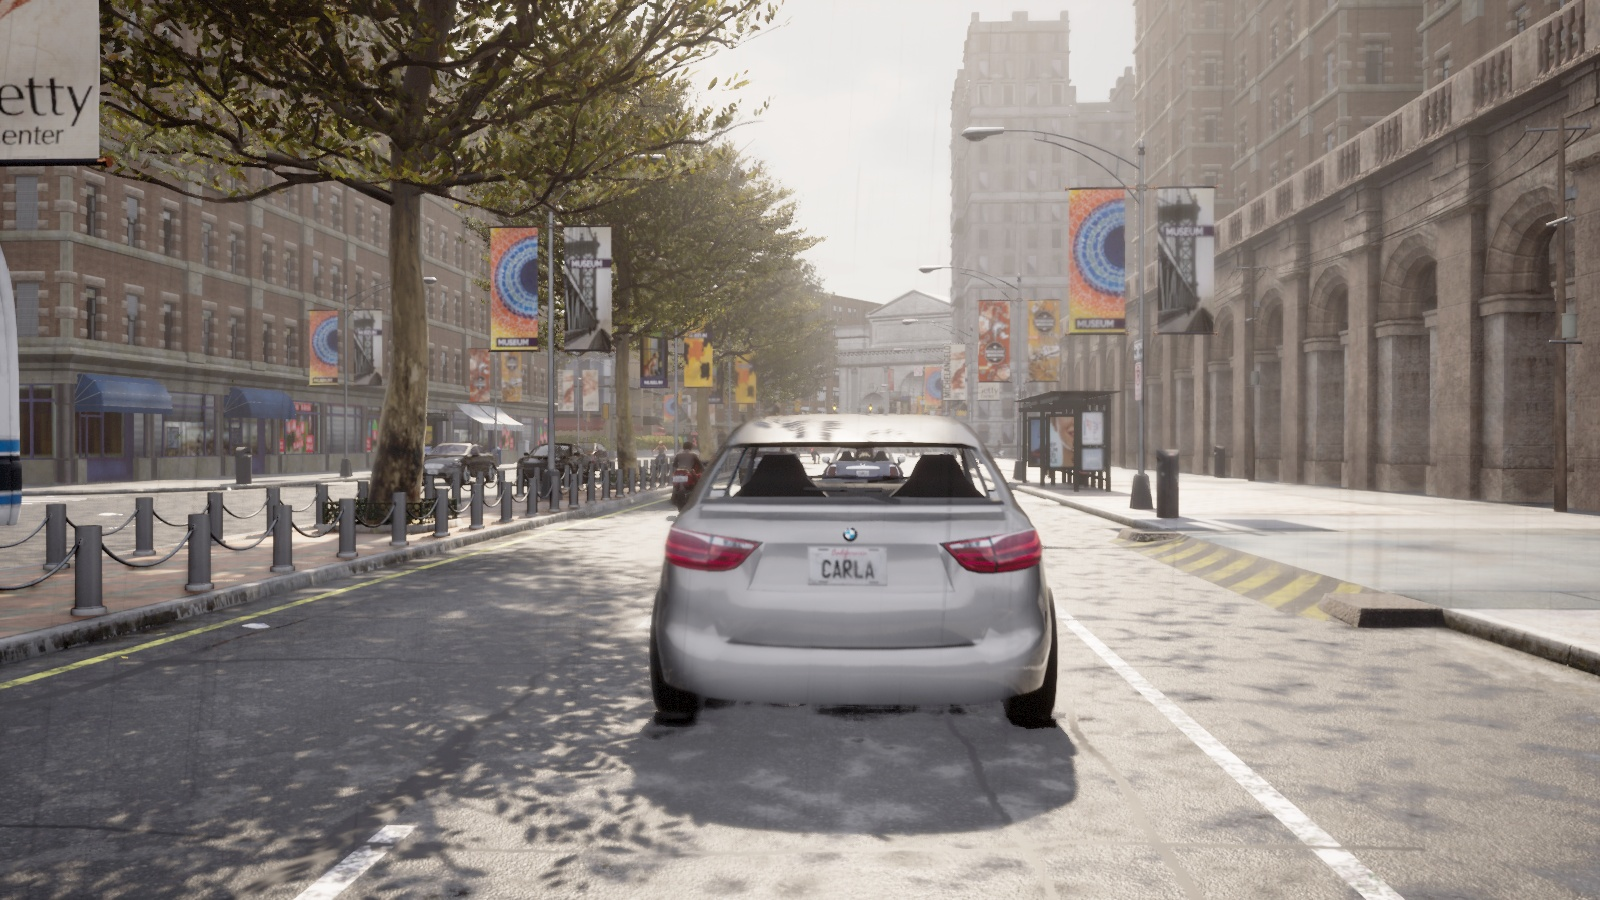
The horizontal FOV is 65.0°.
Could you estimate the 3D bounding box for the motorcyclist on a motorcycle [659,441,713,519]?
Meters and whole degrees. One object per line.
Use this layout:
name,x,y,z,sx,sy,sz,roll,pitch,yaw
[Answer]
motorcyclist on a motorcycle,-2.307,0.584,25.606,0.797,1.523,2.044,0,0,3

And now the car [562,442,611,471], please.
car,-11.468,0.340,67.683,1.789,1.549,3.705,0,0,3

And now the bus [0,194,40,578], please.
bus,-11.067,-0.693,9.553,3.944,4.253,10.273,0,0,3

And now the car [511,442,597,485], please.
car,-9.044,0.458,46.565,1.882,1.535,5.008,0,0,4

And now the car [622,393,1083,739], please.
car,0.379,0.542,8.428,2.242,1.667,4.611,0,0,3

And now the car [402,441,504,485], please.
car,-12.618,0.437,45.991,2.128,1.511,4.902,0,0,4
